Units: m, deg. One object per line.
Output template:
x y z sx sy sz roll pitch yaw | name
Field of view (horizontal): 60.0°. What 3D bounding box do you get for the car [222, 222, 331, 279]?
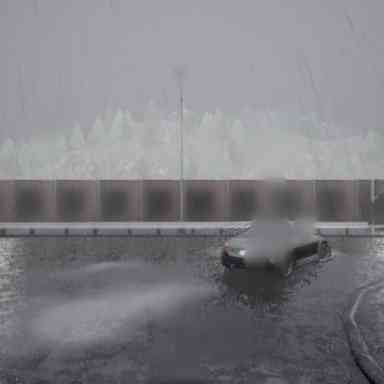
2.758 1.634 10.513 1.994 1.385 4.181 -1 -1 41 | car
